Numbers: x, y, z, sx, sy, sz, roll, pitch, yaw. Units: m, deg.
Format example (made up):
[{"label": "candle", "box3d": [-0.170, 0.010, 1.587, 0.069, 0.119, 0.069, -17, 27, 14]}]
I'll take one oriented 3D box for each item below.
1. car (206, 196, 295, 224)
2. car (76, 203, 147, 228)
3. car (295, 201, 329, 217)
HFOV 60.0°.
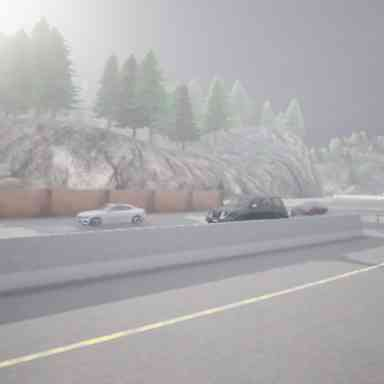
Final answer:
[{"label": "car", "box3d": [3.396, 1.241, 19.791, 5.566, 2.045, 2.150, 0, 0, -39]}, {"label": "car", "box3d": [-5.190, 1.479, 21.963, 4.674, 1.442, 1.812, 0, 0, -37]}, {"label": "car", "box3d": [11.155, 1.602, 31.226, 4.674, 1.442, 1.812, 1, 0, -43]}]
